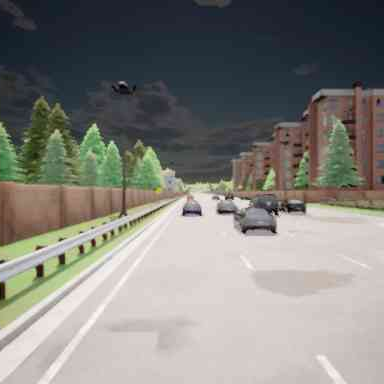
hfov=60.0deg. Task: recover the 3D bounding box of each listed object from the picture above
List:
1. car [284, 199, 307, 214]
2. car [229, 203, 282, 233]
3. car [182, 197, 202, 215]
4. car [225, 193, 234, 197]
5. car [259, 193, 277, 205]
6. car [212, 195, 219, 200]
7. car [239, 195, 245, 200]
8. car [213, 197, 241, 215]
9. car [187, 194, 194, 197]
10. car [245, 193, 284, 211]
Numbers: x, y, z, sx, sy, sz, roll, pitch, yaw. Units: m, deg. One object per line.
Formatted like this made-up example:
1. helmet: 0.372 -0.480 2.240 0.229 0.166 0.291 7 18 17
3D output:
1. car: 10.504 1.462 35.116 1.882 1.535 5.008 0 0 0
2. car: 3.596 1.557 19.526 1.994 1.385 4.181 0 0 0
3. car: 0.008 1.552 33.446 1.994 1.385 4.181 0 0 0
4. car: 10.108 1.190 90.042 2.150 2.045 5.566 0 0 0
5. car: 13.821 1.195 60.849 2.150 2.045 5.566 0 0 0
6. car: 6.591 1.489 92.918 2.128 1.511 4.902 0 0 0
7. car: 13.622 1.465 87.801 1.837 1.490 4.892 0 0 0
8. car: 3.506 1.551 34.423 1.994 1.385 4.181 0 0 0
9. car: -0.405 1.321 92.175 2.097 1.767 4.553 0 0 0
10. car: 7.000 1.210 32.883 2.150 2.045 5.566 0 0 0
